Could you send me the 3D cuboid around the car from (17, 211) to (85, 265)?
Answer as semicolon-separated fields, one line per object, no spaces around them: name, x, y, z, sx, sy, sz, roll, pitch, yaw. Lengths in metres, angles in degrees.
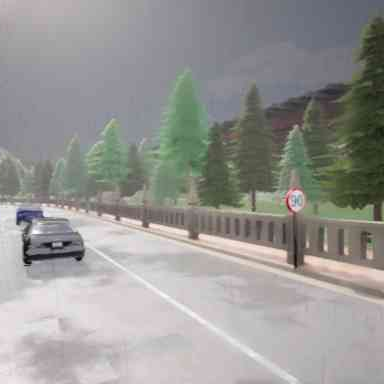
car;-5.269;1.664;12.297;2.033;1.411;5.357;0;0;-28

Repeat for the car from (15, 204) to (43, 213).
car;-13.196;1.750;27.037;1.882;1.535;5.008;0;0;-28
